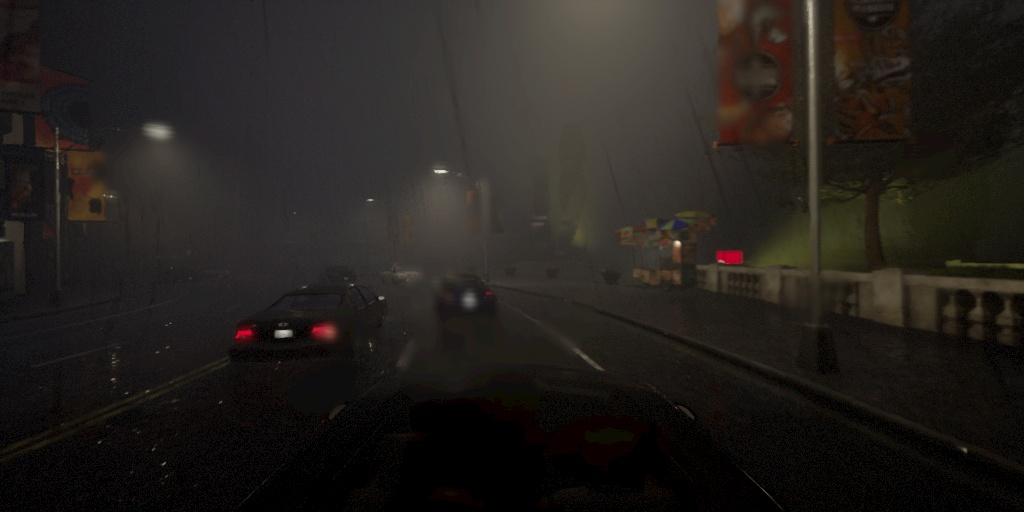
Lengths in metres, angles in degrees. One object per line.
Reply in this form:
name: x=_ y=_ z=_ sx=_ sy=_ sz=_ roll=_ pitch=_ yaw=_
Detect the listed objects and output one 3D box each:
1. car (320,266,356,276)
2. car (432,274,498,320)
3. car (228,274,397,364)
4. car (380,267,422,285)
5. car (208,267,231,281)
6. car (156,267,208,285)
car: x=-13.437 y=1.460 z=27.642 sx=1.812 sy=1.442 sz=4.674 roll=0 pitch=0 yaw=-40
car: x=-1.810 y=1.343 z=12.939 sx=1.994 sy=1.385 sz=4.181 roll=-1 pitch=0 yaw=-15
car: x=-4.260 y=1.355 z=8.486 sx=2.033 sy=1.411 sz=5.357 roll=-1 pitch=0 yaw=-10
car: x=-8.448 y=1.472 z=26.941 sx=1.895 sy=1.301 sz=4.718 roll=-1 pitch=0 yaw=-35
car: x=-30.147 y=1.751 z=35.463 sx=4.718 sy=1.301 sz=1.895 roll=-1 pitch=0 yaw=22
car: x=-28.615 y=1.692 z=30.845 sx=4.181 sy=1.385 sz=1.994 roll=-1 pitch=0 yaw=27
